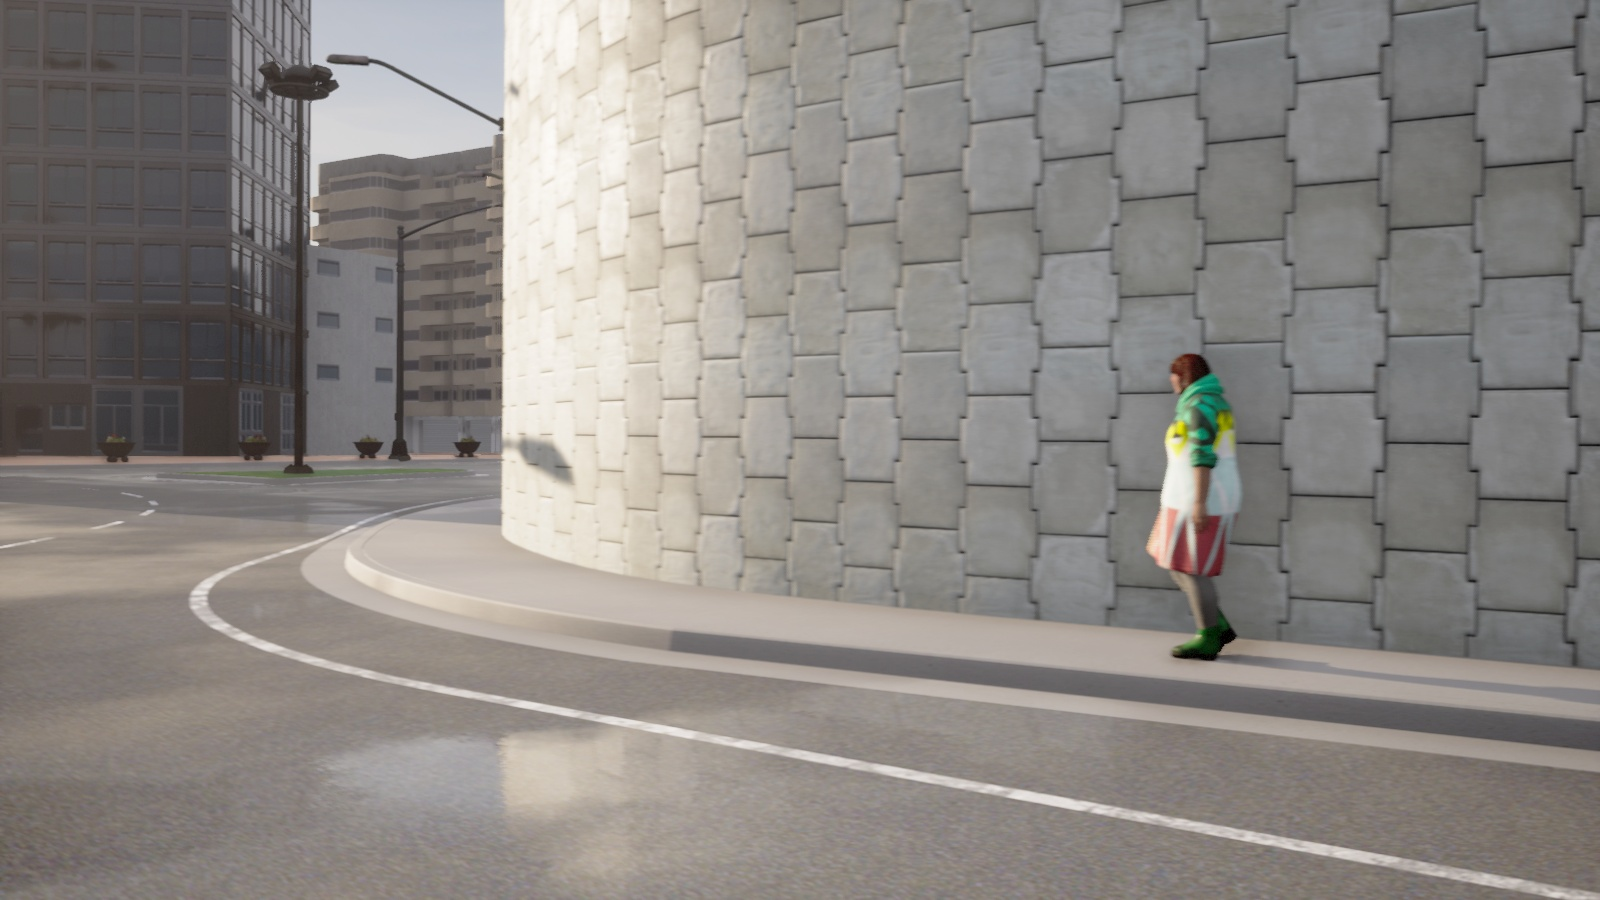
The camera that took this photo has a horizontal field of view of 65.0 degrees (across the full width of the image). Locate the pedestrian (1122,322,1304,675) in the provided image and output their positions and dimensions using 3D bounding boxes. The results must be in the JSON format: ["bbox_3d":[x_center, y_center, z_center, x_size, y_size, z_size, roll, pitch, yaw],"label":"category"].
[{"bbox_3d":[2.452,0.263,7.449,0.873,1.952,0.659,0,1,34],"label":"pedestrian"}]
